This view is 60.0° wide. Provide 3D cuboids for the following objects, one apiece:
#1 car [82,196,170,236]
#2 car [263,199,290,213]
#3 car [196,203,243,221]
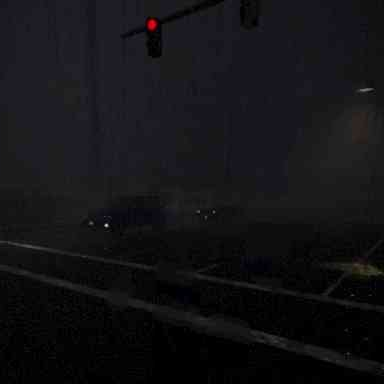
[{"bbox_3d":[-3.605,1.258,19.399,2.150,2.045,5.566,0,0,36],"label":"car"},{"bbox_3d":[9.760,1.561,37.890,1.812,1.442,4.674,0,0,36],"label":"car"},{"bbox_3d":[2.356,1.636,27.662,1.895,1.301,4.718,0,0,36],"label":"car"}]
